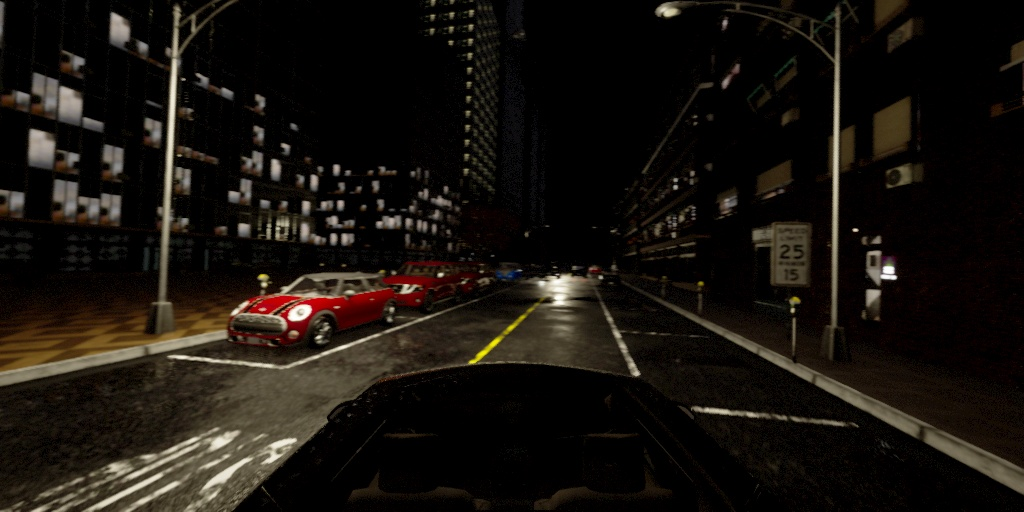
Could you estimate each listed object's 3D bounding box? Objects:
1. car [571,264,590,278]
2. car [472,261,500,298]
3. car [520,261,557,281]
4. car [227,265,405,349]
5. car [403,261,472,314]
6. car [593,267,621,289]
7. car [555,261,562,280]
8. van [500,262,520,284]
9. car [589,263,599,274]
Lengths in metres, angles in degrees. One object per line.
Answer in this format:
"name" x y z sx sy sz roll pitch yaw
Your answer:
"car" 8.454 2.009 45.350 2.128 1.511 4.902 2 -1 11
"car" -2.448 1.218 19.966 2.192 1.841 5.009 0 0 11
"car" 2.330 1.319 30.181 2.033 1.411 5.357 2 -1 11
"car" -4.627 1.144 8.886 1.967 1.591 4.097 0 0 11
"car" -3.537 1.119 14.425 2.192 1.841 5.009 0 0 11
"car" 7.954 1.870 29.443 2.007 1.370 4.403 0 0 11
"car" 4.483 1.576 41.135 2.150 2.045 5.566 2 -1 11
"van" -0.269 1.440 31.045 1.690 1.789 3.998 0 0 11
"car" 14.493 2.324 62.685 1.967 1.591 4.097 0 0 11
